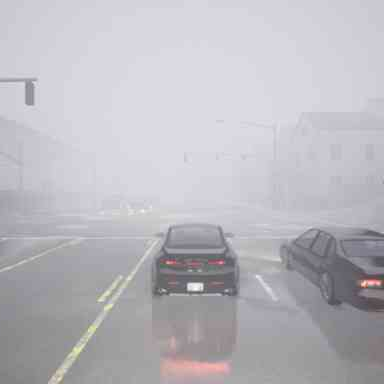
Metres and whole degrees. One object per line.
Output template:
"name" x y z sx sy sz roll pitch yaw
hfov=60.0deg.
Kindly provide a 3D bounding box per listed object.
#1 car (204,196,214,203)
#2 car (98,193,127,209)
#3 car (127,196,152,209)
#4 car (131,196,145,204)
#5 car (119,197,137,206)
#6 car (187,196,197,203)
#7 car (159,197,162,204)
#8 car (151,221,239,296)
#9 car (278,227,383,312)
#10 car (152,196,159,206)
"car" 3.505 1.545 69.150 2.033 1.411 5.357 0 0 0
"car" -10.596 1.221 44.950 2.150 2.045 5.566 0 0 0
"car" -7.094 1.477 45.164 1.882 1.535 5.008 0 0 0
"car" -10.527 1.505 65.388 1.837 1.490 4.892 0 0 0
"car" -10.582 1.547 55.196 2.033 1.411 5.357 0 0 0
"car" 0.007 1.547 69.151 2.033 1.411 5.357 0 0 0
"car" -7.032 1.547 65.030 2.033 1.411 5.357 0 0 1
"car" 0.077 1.506 8.605 1.837 1.490 4.892 0 0 0
"car" 3.577 1.548 7.953 2.033 1.411 5.357 0 0 0
"car" -7.085 1.505 54.619 1.837 1.490 4.892 0 0 0
